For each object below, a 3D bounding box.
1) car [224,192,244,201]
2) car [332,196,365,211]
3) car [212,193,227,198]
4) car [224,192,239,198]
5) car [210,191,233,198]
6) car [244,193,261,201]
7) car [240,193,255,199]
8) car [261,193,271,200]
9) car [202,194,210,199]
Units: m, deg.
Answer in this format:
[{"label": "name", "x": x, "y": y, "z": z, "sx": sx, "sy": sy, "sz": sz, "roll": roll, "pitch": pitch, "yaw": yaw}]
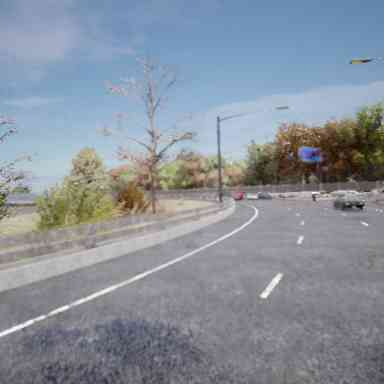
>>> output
[{"label": "car", "x": 8.812, "y": 1.177, "z": 70.171, "sx": 1.994, "sy": 1.385, "sz": 4.181, "roll": -2, "pitch": 0, "yaw": -9}, {"label": "car", "x": 15.157, "y": 1.073, "z": 32.530, "sx": 1.895, "sy": 1.301, "sz": 4.718, "roll": -2, "pitch": 0, "yaw": 10}, {"label": "car", "x": 7.415, "y": 1.052, "z": 89.901, "sx": 1.895, "sy": 1.301, "sz": 4.718, "roll": -2, "pitch": 0, "yaw": -22}, {"label": "car", "x": 10.728, "y": 0.850, "z": 91.020, "sx": 1.837, "sy": 1.490, "sz": 4.892, "roll": -2, "pitch": 0, "yaw": -22}, {"label": "car", "x": 6.970, "y": 0.896, "z": 79.070, "sx": 2.150, "sy": 2.045, "sz": 5.566, "roll": -2, "pitch": 0, "yaw": -16}, {"label": "car", "x": 12.302, "y": 1.108, "z": 70.471, "sx": 1.895, "sy": 1.301, "sz": 4.718, "roll": -2, "pitch": 0, "yaw": -9}, {"label": "car", "x": 13.585, "y": 0.981, "z": 81.475, "sx": 1.812, "sy": 1.442, "sz": 4.674, "roll": -2, "pitch": 0, "yaw": -16}, {"label": "car", "x": 15.578, "y": 0.931, "z": 72.161, "sx": 2.128, "sy": 1.511, "sz": 4.902, "roll": -2, "pitch": 0, "yaw": -9}, {"label": "car", "x": 4.120, "y": 1.116, "z": 88.726, "sx": 1.994, "sy": 1.385, "sz": 4.181, "roll": -2, "pitch": 0, "yaw": -22}]
